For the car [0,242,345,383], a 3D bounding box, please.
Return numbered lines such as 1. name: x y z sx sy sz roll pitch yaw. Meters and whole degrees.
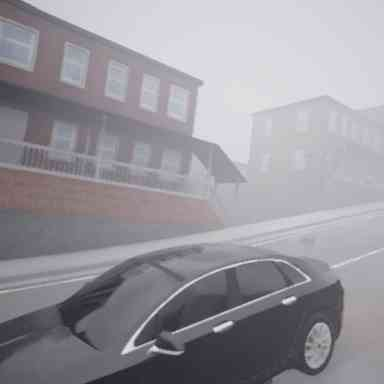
1. car: -0.156 1.473 3.878 4.892 1.490 1.837 -3 2 -35
